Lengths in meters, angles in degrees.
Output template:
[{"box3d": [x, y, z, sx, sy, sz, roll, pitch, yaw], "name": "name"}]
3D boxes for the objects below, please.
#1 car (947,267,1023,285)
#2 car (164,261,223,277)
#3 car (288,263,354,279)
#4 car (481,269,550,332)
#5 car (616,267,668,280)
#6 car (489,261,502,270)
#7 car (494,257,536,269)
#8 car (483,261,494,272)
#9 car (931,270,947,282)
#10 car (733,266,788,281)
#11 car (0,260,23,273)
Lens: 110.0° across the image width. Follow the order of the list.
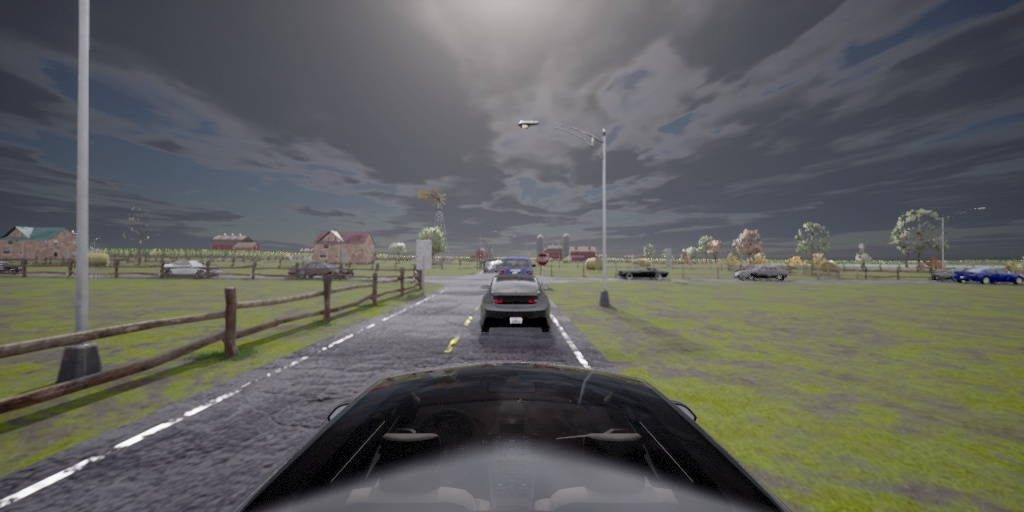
[{"box3d": [44.686, 1.844, 33.639, 5.008, 1.535, 1.882, 1, -1, 0], "name": "car"}, {"box3d": [-28.999, 1.173, 32.569, 4.674, 1.442, 1.812, 1, -1, -1], "name": "car"}, {"box3d": [-17.368, 1.316, 32.726, 5.357, 1.411, 2.033, 1, -1, -1], "name": "car"}, {"box3d": [0.091, 1.315, 11.094, 1.837, 1.490, 4.892, 0, 0, 0], "name": "car"}, {"box3d": [13.035, 1.720, 36.071, 4.718, 1.301, 1.895, 1, -1, -2], "name": "car"}, {"box3d": [-2.867, 1.614, 62.845, 2.128, 1.511, 4.902, 0, 0, 0], "name": "car"}, {"box3d": [0.384, 1.098, 23.825, 2.150, 2.045, 5.566, 1, 0, 4], "name": "car"}, {"box3d": [-2.882, 1.536, 49.461, 2.128, 1.511, 4.902, 0, 0, 0], "name": "car"}, {"box3d": [45.711, 1.929, 36.486, 4.892, 1.490, 1.837, 1, -1, 0], "name": "car"}, {"box3d": [25.107, 1.725, 36.267, 4.902, 1.511, 2.128, 1, -1, -1], "name": "car"}, {"box3d": [-47.052, 1.019, 32.369, 4.181, 1.385, 1.994, 0, -1, 0], "name": "car"}]
